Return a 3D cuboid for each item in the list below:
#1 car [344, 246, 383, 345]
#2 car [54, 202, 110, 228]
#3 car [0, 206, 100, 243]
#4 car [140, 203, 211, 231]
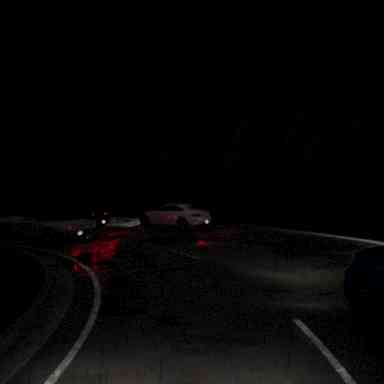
[{"bbox_3d":[3.646,1.212,3.198,2.150,2.045,5.566,0,0,-1],"label":"car"},{"bbox_3d":[-7.070,1.356,19.032,4.892,1.490,1.837,0,-1,21],"label":"car"},{"bbox_3d":[-6.838,1.477,15.380,4.718,1.301,1.895,0,0,26],"label":"car"},{"bbox_3d":[-1.037,1.392,19.778,4.674,1.442,1.812,0,0,37],"label":"car"}]
